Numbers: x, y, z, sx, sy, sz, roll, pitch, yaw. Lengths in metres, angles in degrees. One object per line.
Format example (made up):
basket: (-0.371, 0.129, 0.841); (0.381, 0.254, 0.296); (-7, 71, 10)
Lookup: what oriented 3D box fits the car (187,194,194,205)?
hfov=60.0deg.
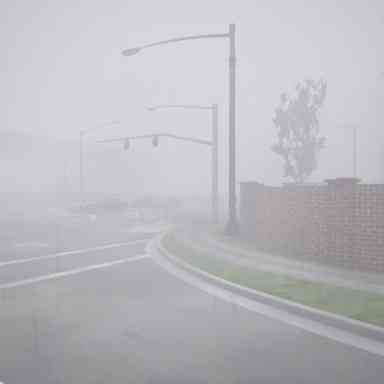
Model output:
car: (-0.286, 1.077, 50.988); (1.882, 1.535, 5.008); (0, 1, 37)

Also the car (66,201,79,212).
car: (-11.389, 1.382, 36.243); (1.812, 1.442, 4.674); (0, 1, 37)

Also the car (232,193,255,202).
car: (8.913, 0.898, 57.343); (1.837, 1.490, 4.892); (0, 1, 37)

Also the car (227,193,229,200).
car: (5.920, 0.903, 59.191); (1.837, 1.490, 4.892); (0, 1, 37)

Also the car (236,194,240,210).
car: (6.828, 1.245, 36.839); (1.812, 1.442, 4.674); (0, 1, 37)

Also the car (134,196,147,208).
car: (-6.003, 1.253, 43.401); (1.837, 1.490, 4.892); (0, 1, 37)

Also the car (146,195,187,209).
car: (-3.090, 1.271, 41.457); (1.812, 1.442, 4.674); (0, 1, 37)

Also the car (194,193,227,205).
car: (2.814, 1.192, 49.293); (1.895, 1.301, 4.718); (0, 1, 37)

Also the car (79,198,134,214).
car: (-8.654, 1.360, 34.061); (1.837, 1.490, 4.892); (0, 1, 36)
